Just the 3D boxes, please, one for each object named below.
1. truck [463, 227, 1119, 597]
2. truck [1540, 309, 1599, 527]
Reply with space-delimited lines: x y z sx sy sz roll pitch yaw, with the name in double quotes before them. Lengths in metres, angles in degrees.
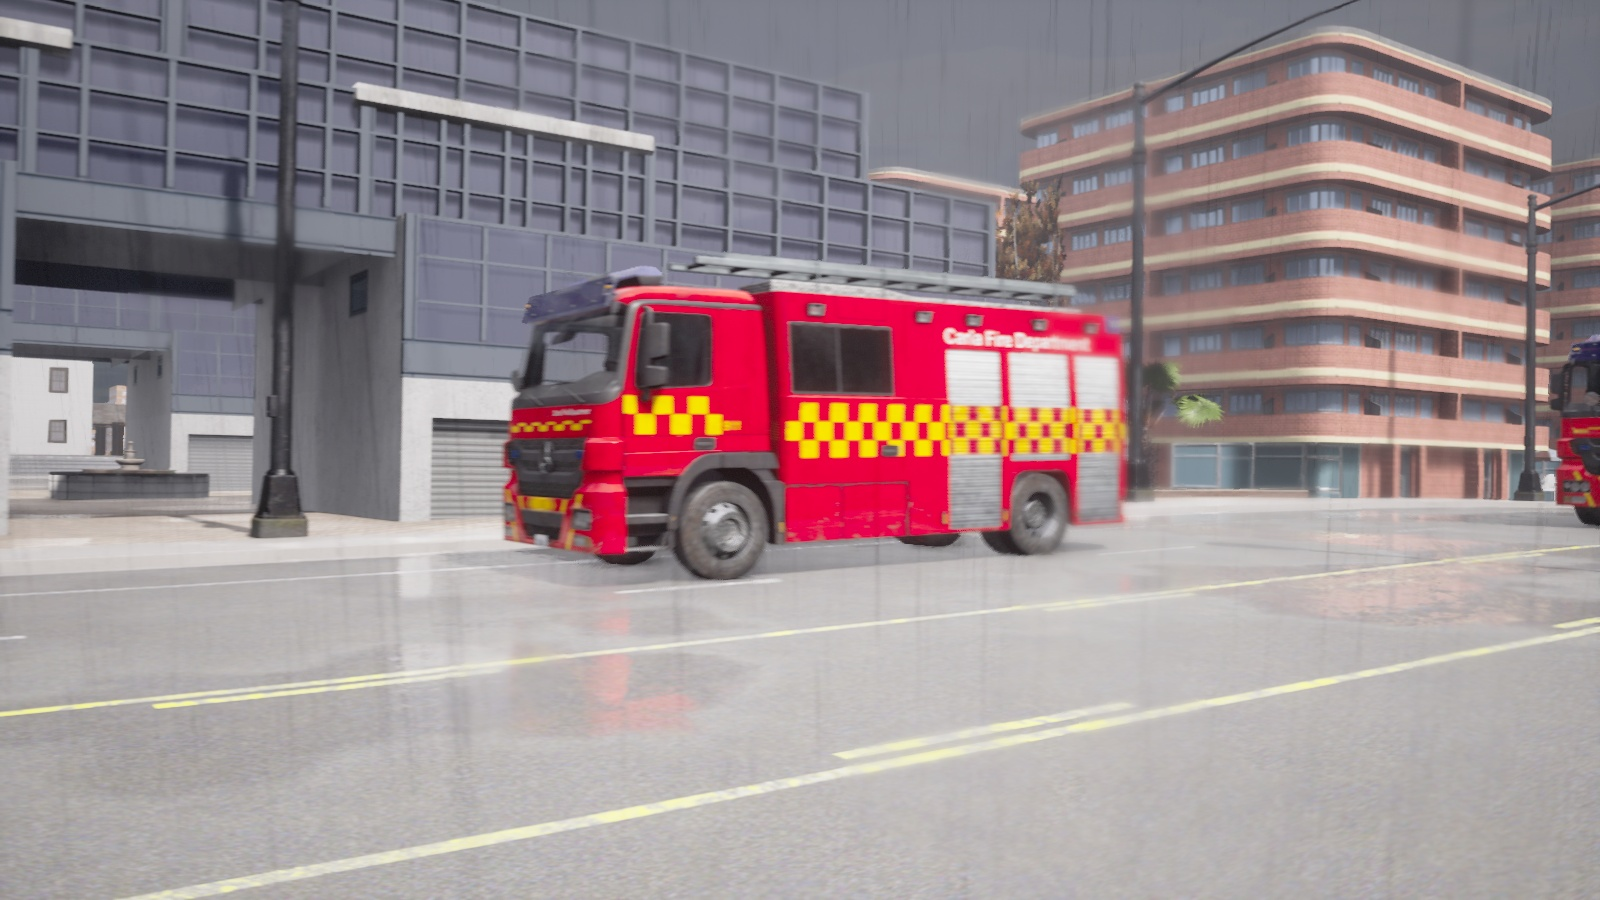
"truck" 0.201 -0.440 16.598 8.468 3.827 2.891 -1 0 -35
"truck" 17.623 -0.518 24.426 8.468 3.827 2.891 1 -1 -40
